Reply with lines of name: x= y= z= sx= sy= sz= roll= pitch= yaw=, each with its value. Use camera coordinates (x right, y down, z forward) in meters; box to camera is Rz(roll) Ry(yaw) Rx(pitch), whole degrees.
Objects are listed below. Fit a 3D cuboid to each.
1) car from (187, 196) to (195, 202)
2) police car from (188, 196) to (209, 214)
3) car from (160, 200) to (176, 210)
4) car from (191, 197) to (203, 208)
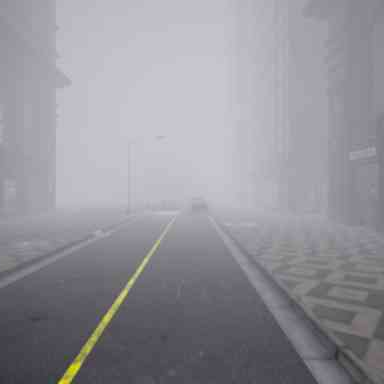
car: x=-0.202 y=1.782 z=87.880 sx=2.128 sy=1.511 sz=4.902 roll=0 pitch=0 yaw=0
police car: x=0.815 y=1.522 z=36.533 sx=1.930 sy=1.638 sz=5.238 roll=0 pitch=0 yaw=0
car: x=-3.191 y=1.725 z=44.415 sx=1.895 sy=1.301 sz=4.718 roll=0 pitch=0 yaw=0
car: x=0.779 y=1.636 z=52.423 sx=1.882 sy=1.535 sz=5.008 roll=0 pitch=0 yaw=0
